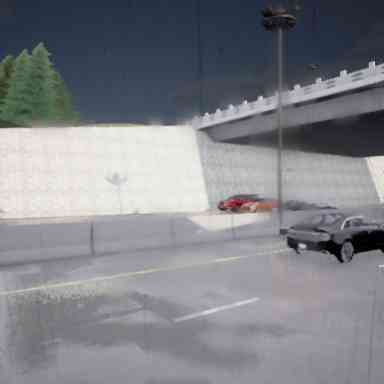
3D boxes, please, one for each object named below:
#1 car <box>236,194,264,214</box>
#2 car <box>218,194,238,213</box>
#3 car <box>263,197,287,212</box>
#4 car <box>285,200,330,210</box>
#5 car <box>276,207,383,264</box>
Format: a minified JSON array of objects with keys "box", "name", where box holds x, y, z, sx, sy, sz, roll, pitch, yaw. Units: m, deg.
[{"box":[7.285,1.371,34.954,4.553,1.767,2.097,0,0,-35],"name":"car"},{"box":[5.521,1.239,37.996,5.566,2.045,2.150,0,0,-35],"name":"car"},{"box":[9.639,1.512,32.336,4.902,1.511,2.128,0,0,-35],"name":"car"},{"box":[10.508,1.621,28.660,4.718,1.301,1.895,0,0,-35],"name":"car"},{"box":[5.479,1.502,11.949,4.902,1.511,2.128,0,0,-35],"name":"car"}]
